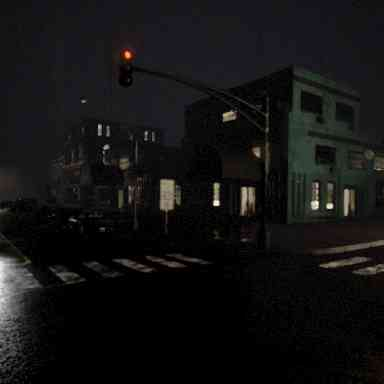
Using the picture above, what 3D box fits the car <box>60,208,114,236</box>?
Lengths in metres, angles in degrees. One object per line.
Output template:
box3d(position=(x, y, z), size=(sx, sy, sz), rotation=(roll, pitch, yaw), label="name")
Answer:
box3d(position=(-6.001, 1.745, 19.507), size=(2.008, 1.369, 4.403), rotation=(1, -1, -35), label="car")

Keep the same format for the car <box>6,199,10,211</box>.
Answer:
box3d(position=(-22.434, 1.771, 43.096), size=(1.967, 1.590, 4.097), rotation=(1, -1, -35), label="car")

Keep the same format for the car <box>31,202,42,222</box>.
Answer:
box3d(position=(-12.244, 1.828, 28.518), size=(1.802, 1.307, 4.206), rotation=(1, -1, -35), label="car")

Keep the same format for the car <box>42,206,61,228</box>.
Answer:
box3d(position=(-9.123, 1.786, 24.013), size=(1.947, 1.339, 4.313), rotation=(1, -1, -35), label="car")

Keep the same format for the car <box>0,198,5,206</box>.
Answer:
box3d(position=(-38.376, 1.993, 66.019), size=(1.752, 1.417, 4.829), rotation=(1, -1, -35), label="car")

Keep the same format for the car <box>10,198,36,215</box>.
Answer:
box3d(position=(-19.244, 1.620, 38.553), size=(2.192, 1.841, 5.009), rotation=(1, -1, -35), label="car")

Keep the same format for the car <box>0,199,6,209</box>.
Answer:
box3d(position=(-28.796, 1.825, 52.191), size=(1.967, 1.590, 4.097), rotation=(1, -1, -35), label="car")
